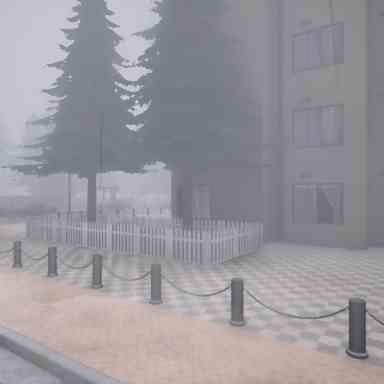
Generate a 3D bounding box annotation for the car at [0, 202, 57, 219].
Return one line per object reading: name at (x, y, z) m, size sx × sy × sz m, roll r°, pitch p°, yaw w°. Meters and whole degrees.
car at (-14.342, 1.585, 28.769) m, size 1.895 × 1.301 × 4.718 m, roll 0°, pitch 0°, yaw 37°

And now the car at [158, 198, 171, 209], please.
car at (-2.478, 1.510, 44.447) m, size 1.812 × 1.442 × 4.674 m, roll 0°, pitch 0°, yaw 37°

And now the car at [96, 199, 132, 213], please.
car at (-8.716, 1.476, 36.217) m, size 2.128 × 1.511 × 4.902 m, roll 0°, pitch 0°, yaw 37°
